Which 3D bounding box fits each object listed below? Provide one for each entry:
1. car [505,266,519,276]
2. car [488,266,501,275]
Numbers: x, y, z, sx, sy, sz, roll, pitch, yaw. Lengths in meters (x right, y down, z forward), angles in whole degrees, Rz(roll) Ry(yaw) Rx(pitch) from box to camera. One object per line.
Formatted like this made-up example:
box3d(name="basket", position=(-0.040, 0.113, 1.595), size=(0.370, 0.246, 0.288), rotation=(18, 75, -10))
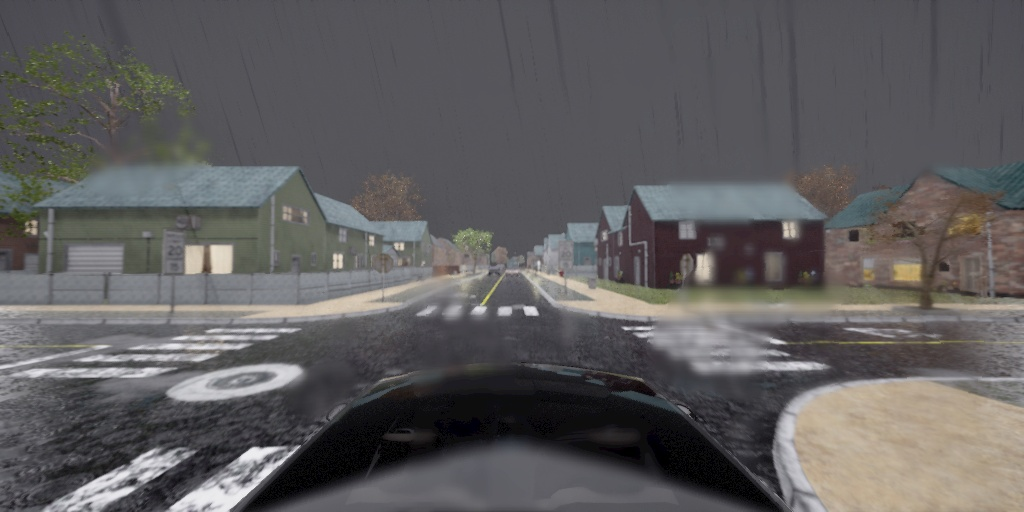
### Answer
box3d(name="car", position=(0.012, 2.281, 52.210), size=(1.895, 1.301, 4.718), rotation=(0, -1, 0))
box3d(name="car", position=(-2.736, 2.331, 56.767), size=(2.033, 1.411, 5.357), rotation=(0, -1, 0))
